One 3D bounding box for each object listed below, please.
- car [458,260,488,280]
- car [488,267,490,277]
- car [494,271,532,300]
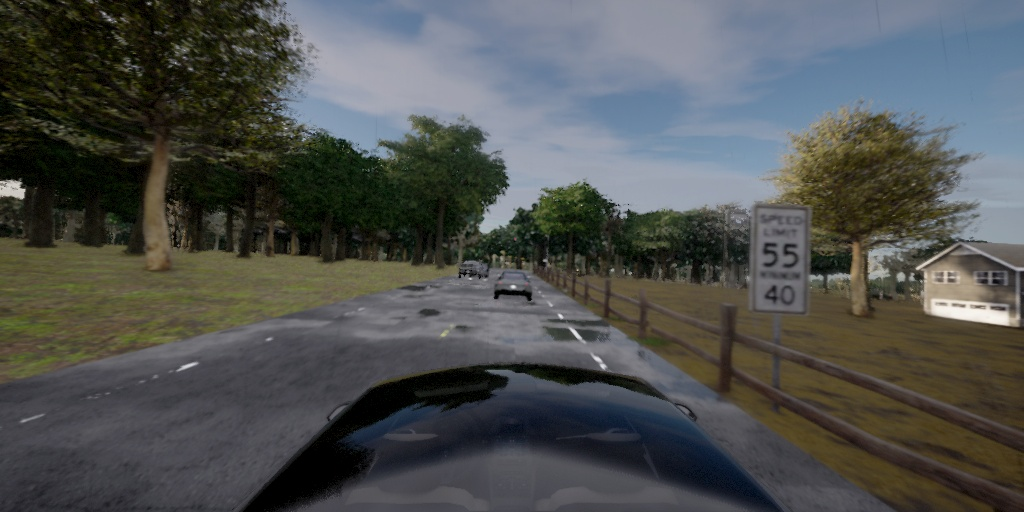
[{"bbox_3d":[-3.410,1.059,30.548,1.837,1.490,4.892,3,-1,0],"label":"car"},{"bbox_3d":[-3.428,1.513,38.739,2.128,1.511,4.902,3,-1,0],"label":"car"},{"bbox_3d":[0.065,1.511,19.608,1.994,1.385,4.181,3,-1,0],"label":"car"}]
